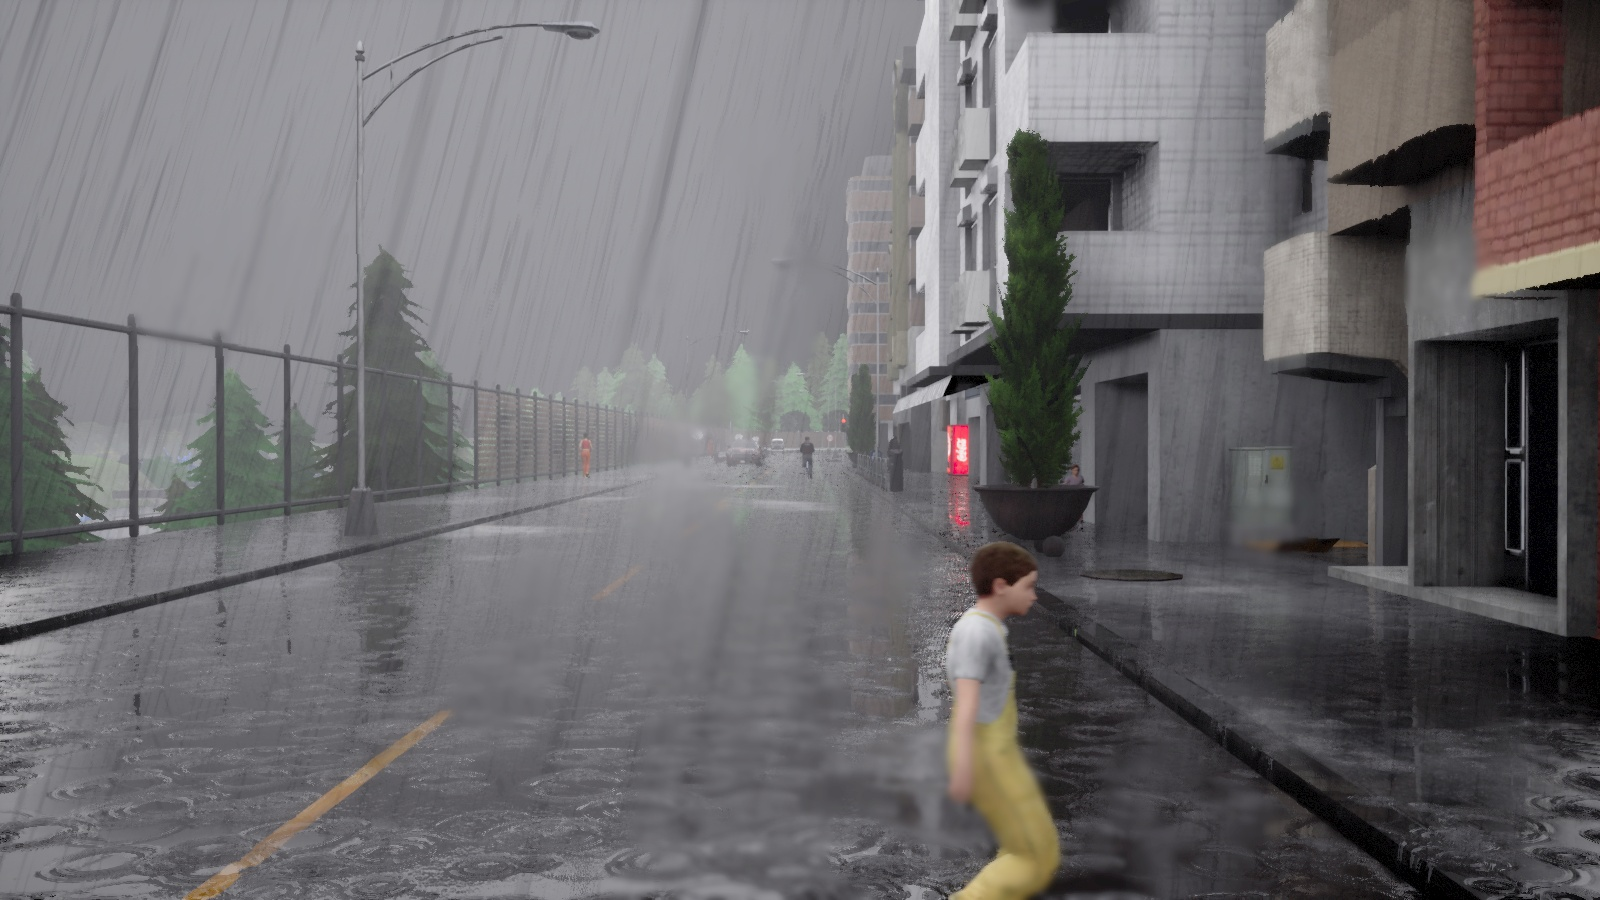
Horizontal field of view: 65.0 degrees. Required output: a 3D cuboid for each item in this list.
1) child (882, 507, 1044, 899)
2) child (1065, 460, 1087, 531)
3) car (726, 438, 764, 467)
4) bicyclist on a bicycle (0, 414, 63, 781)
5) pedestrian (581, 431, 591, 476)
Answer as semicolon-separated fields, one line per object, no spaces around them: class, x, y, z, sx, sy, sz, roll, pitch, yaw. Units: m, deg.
child;0.457;0.800;3.565;0.437;1.263;0.270;0;0;5
child;4.422;0.726;20.135;0.255;1.110;0.394;0;0;0
car;-3.517;0.144;80.964;2.097;1.767;4.553;0;0;2
bicyclist on a bicycle;-3.954;0.650;5.235;0.866;1.612;1.509;0;0;0
pedestrian;-8.791;0.158;51.562;0.345;1.836;0.594;0;0;-3
